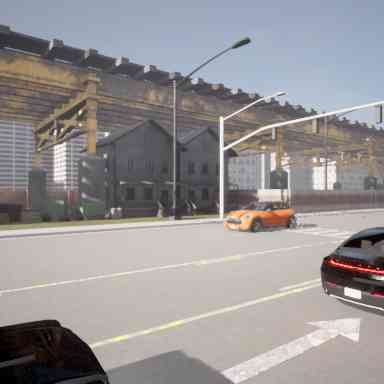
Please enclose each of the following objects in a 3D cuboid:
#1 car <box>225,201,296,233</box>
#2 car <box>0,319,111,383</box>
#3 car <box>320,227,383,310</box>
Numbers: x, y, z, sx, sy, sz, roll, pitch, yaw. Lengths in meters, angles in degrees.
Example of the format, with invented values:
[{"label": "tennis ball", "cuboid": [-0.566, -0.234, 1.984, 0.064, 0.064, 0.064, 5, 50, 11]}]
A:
[{"label": "car", "cuboid": [4.108, 1.352, 19.786, 4.553, 1.767, 2.097, 0, 0, -35]}, {"label": "car", "cuboid": [-2.769, 1.601, 1.774, 4.718, 1.301, 1.895, 0, 0, -35]}, {"label": "car", "cuboid": [4.764, 1.505, 7.162, 4.892, 1.490, 1.837, 0, 0, -35]}]
